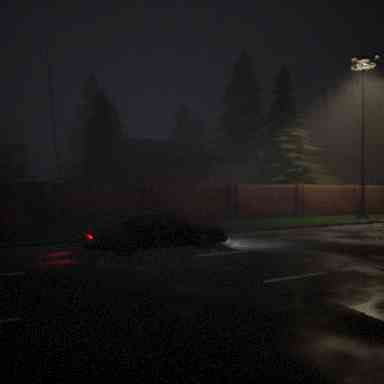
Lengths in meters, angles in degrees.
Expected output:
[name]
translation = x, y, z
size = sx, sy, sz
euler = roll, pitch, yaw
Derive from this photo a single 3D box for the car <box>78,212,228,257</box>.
[car]
translation = -1.348, 1.440, 12.292
size = 5.357, 1.411, 2.033
euler = 0, 1, -26
